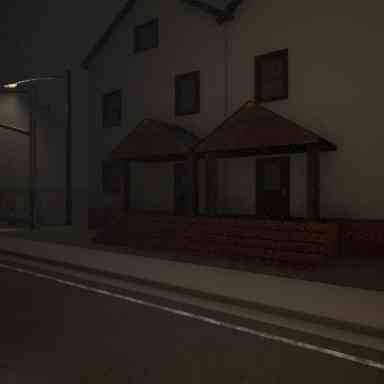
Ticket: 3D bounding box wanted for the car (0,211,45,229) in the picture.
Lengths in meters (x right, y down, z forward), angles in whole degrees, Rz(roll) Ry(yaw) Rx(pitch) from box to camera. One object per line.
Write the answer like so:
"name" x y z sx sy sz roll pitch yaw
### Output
"car" -15.586 2.488 29.647 2.128 1.511 4.902 0 -9 36
